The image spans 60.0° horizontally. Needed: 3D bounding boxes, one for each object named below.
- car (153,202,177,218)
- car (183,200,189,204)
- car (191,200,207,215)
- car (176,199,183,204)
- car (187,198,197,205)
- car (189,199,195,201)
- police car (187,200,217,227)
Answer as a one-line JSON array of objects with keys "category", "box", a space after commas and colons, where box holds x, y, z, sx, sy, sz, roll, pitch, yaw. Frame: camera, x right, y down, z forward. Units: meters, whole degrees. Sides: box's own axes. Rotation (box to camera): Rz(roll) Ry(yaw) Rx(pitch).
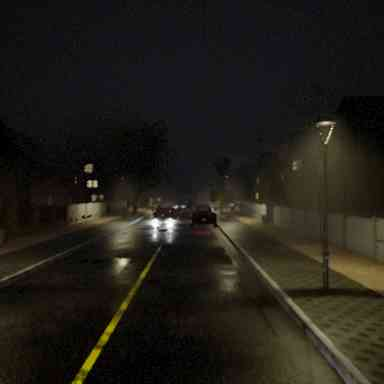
[{"category": "car", "box": [-2.858, 1.948, 34.355, 1.895, 1.301, 4.718, 0, -1, 0]}, {"category": "car", "box": [-0.020, 2.077, 59.218, 2.128, 1.511, 4.902, 0, -1, 0]}, {"category": "car", "box": [0.811, 1.868, 40.991, 1.801, 1.575, 5.366, 0, -1, 0]}, {"category": "car", "box": [-2.775, 2.177, 76.188, 1.895, 1.301, 4.718, 0, -1, 0]}, {"category": "car", "box": [-0.025, 2.184, 74.785, 2.033, 1.411, 5.357, 0, -1, 0]}, {"category": "car", "box": [0.813, 1.809, 34.991, 1.801, 1.575, 5.366, 0, -1, 0]}, {"category": "police car", "box": [0.816, 1.679, 24.909, 1.930, 1.638, 5.238, 0, -1, 0]}]
